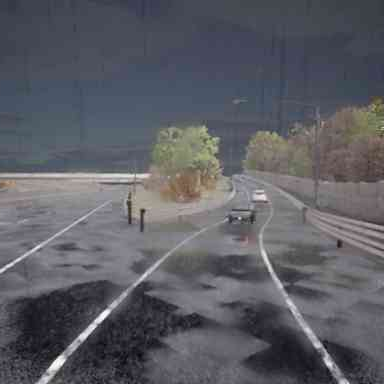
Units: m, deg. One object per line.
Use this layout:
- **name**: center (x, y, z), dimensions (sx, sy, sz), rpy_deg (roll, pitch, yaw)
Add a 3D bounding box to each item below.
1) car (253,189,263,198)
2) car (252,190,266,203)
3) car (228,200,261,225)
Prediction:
- **car**: center (13.121, 0.337, 66.263), dimensions (1.812, 1.442, 4.674), rpy_deg (0, 4, 8)
- **car**: center (11.301, 0.714, 55.960), dimensions (2.150, 2.045, 5.566), rpy_deg (0, 3, 10)
- **car**: center (4.049, 1.679, 26.001), dimensions (2.128, 1.511, 4.902), rpy_deg (1, 0, 15)
